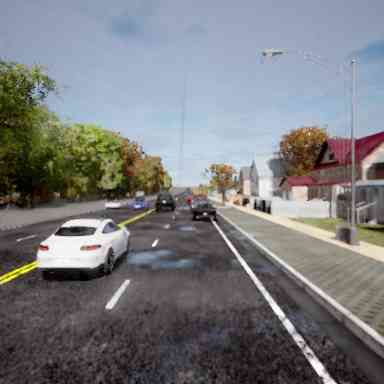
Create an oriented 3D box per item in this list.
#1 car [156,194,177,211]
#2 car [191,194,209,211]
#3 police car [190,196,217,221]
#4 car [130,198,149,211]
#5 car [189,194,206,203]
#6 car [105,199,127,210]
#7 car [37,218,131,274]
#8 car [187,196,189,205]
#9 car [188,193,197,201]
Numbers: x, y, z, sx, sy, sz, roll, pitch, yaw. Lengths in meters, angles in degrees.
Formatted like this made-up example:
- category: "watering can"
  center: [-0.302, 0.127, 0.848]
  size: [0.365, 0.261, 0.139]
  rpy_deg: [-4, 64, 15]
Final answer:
- category: "car"
  center: [-3.140, 1.235, 40.597]
  size: [2.150, 2.045, 5.566]
  rpy_deg: [0, 0, 0]
- category: "car"
  center: [0.987, 1.237, 43.324]
  size: [2.150, 2.045, 5.566]
  rpy_deg: [0, 0, 0]
- category: "police car"
  center: [0.982, 1.438, 27.404]
  size: [1.930, 1.638, 5.238]
  rpy_deg: [0, 0, 0]
- category: "car"
  center: [-6.557, 1.539, 42.189]
  size: [1.812, 1.442, 4.674]
  rpy_deg: [0, 0, 0]
- category: "car"
  center: [0.985, 1.365, 37.265]
  size: [2.097, 1.767, 4.553]
  rpy_deg: [0, 0, 0]
- category: "car"
  center: [-9.810, 1.614, 43.025]
  size: [1.895, 1.301, 4.718]
  rpy_deg: [0, 0, 0]
- category: "car"
  center: [-3.147, 1.532, 10.429]
  size: [1.812, 1.442, 4.674]
  rpy_deg: [0, 0, 0]
- category: "car"
  center: [0.017, 1.480, 60.966]
  size: [1.882, 1.535, 5.008]
  rpy_deg: [0, 0, 0]
- category: "car"
  center: [0.021, 1.228, 78.430]
  size: [2.097, 1.767, 4.553]
  rpy_deg: [0, 0, 0]
